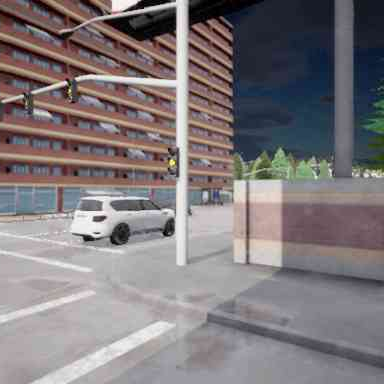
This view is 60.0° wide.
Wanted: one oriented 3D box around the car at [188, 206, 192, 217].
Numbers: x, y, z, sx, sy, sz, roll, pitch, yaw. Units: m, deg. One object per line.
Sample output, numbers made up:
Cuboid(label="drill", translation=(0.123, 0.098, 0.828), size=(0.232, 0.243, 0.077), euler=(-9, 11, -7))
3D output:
Cuboid(label="car", translation=(-1.806, 1.538, 29.534), size=(1.994, 1.385, 4.181), euler=(0, 0, 35))

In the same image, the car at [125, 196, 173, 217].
Cuboid(label="car", translation=(-4.128, 1.322, 32.315), size=(2.097, 1.767, 4.553), euler=(0, 0, 35))

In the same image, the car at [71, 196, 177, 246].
Cuboid(label="car", translation=(-2.907, 1.219, 15.619), size=(2.150, 2.045, 5.566), euler=(0, 0, 35))
